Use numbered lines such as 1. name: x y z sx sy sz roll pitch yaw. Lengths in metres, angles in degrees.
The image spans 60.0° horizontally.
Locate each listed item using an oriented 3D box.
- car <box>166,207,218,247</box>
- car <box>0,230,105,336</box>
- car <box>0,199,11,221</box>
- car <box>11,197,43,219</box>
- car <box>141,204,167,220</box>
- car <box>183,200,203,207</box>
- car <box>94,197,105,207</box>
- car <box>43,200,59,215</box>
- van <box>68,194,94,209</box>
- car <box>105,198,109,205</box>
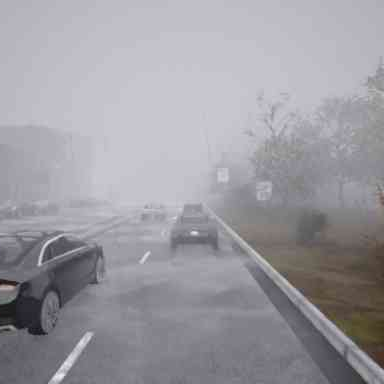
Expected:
1. car: 0.097 1.591 15.088 1.994 1.385 4.181 0 0 0
2. car: -3.152 1.504 6.676 2.128 1.511 4.902 0 0 0
3. car: -15.503 1.373 23.871 2.185 1.767 4.553 0 0 0
4. car: -15.517 1.384 29.396 2.185 1.767 4.553 0 0 0
5. car: -3.156 1.651 28.769 1.895 1.301 4.718 0 0 0
6. car: 0.092 1.535 32.884 1.882 1.535 5.008 0 0 0
7. car: -15.578 1.582 51.560 2.163 1.488 4.792 0 0 0
8. car: -15.533 1.560 35.017 2.002 1.452 4.674 0 0 0
9. van: -15.561 1.316 45.949 1.878 1.987 4.442 0 0 0
10. car: -15.609 1.604 57.056 2.002 1.452 4.674 -2 0 0
